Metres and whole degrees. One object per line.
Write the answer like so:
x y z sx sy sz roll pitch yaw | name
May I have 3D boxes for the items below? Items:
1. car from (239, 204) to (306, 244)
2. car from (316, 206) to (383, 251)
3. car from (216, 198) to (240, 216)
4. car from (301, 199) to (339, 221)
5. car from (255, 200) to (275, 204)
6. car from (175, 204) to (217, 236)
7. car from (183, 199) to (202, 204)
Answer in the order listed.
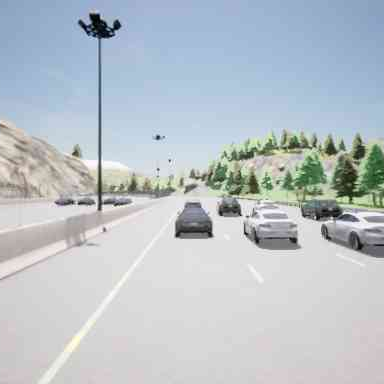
3.600 1.525 15.750 1.812 1.442 4.674 0 0 0 | car
7.100 1.525 14.009 1.812 1.442 4.674 0 0 0 | car
3.598 1.350 33.156 2.097 1.767 4.553 0 0 0 | car
10.600 1.350 27.566 2.097 1.767 4.553 0 0 0 | car
7.099 1.523 32.125 1.812 1.442 4.674 0 0 0 | car
0.099 1.563 18.561 1.994 1.385 4.181 0 0 0 | car
0.101 1.489 36.112 2.128 1.511 4.902 0 0 0 | car
